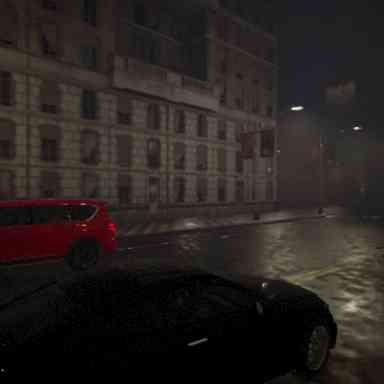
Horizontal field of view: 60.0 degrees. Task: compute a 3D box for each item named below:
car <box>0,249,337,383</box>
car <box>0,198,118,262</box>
[{"bbox_3d":[-0.245,1.523,3.849,4.674,1.442,1.812,0,0,-36],"label":"car"},{"bbox_3d":[-4.862,1.213,9.280,5.566,2.045,2.150,0,0,-37],"label":"car"}]
